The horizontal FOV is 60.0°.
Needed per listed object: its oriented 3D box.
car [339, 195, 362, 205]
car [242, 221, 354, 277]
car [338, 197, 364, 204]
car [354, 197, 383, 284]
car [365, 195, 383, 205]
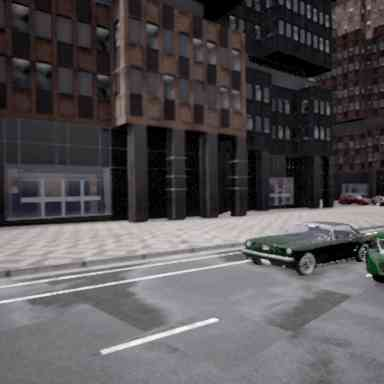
[{"bbox_3d":[27.487,1.440,56.233,2.192,1.841,5.009,-1,1,-36],"label":"car"},{"bbox_3d":[3.822,1.604,10.406,4.718,1.301,1.895,0,0,-36],"label":"car"},{"bbox_3d":[31.275,1.596,65.602,1.802,1.307,4.206,-1,1,-36],"label":"car"},{"bbox_3d":[6.701,1.224,8.467,5.566,2.045,2.150,0,0,-36],"label":"car"},{"bbox_3d":[34.427,1.435,61.187,1.967,1.590,4.097,-1,1,-36],"label":"car"}]
